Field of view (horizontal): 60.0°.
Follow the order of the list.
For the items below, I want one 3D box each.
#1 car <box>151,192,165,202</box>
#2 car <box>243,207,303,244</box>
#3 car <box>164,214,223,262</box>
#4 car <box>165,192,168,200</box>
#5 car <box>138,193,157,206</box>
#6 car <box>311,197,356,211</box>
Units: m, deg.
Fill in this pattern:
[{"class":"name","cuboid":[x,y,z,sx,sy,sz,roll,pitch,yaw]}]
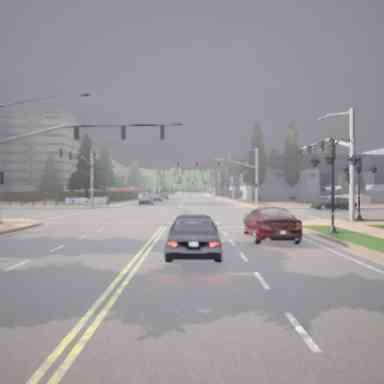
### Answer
[{"class":"car","cuboid":[-7.024,1.224,66.584,1.882,1.535,5.008,0,1,1]},{"class":"car","cuboid":[3.577,1.418,15.467,1.882,1.535,5.008,0,0,0]},{"class":"car","cuboid":[0.058,1.502,11.839,2.033,1.411,5.357,0,0,0]},{"class":"car","cuboid":[-7.014,0.913,81.769,2.150,2.045,5.566,0,0,0]},{"class":"car","cuboid":[-7.086,1.281,51.413,1.882,1.535,5.008,0,0,0]},{"class":"car","cuboid":[16.170,1.355,38.133,4.892,1.490,1.837,-1,0,-1]}]
